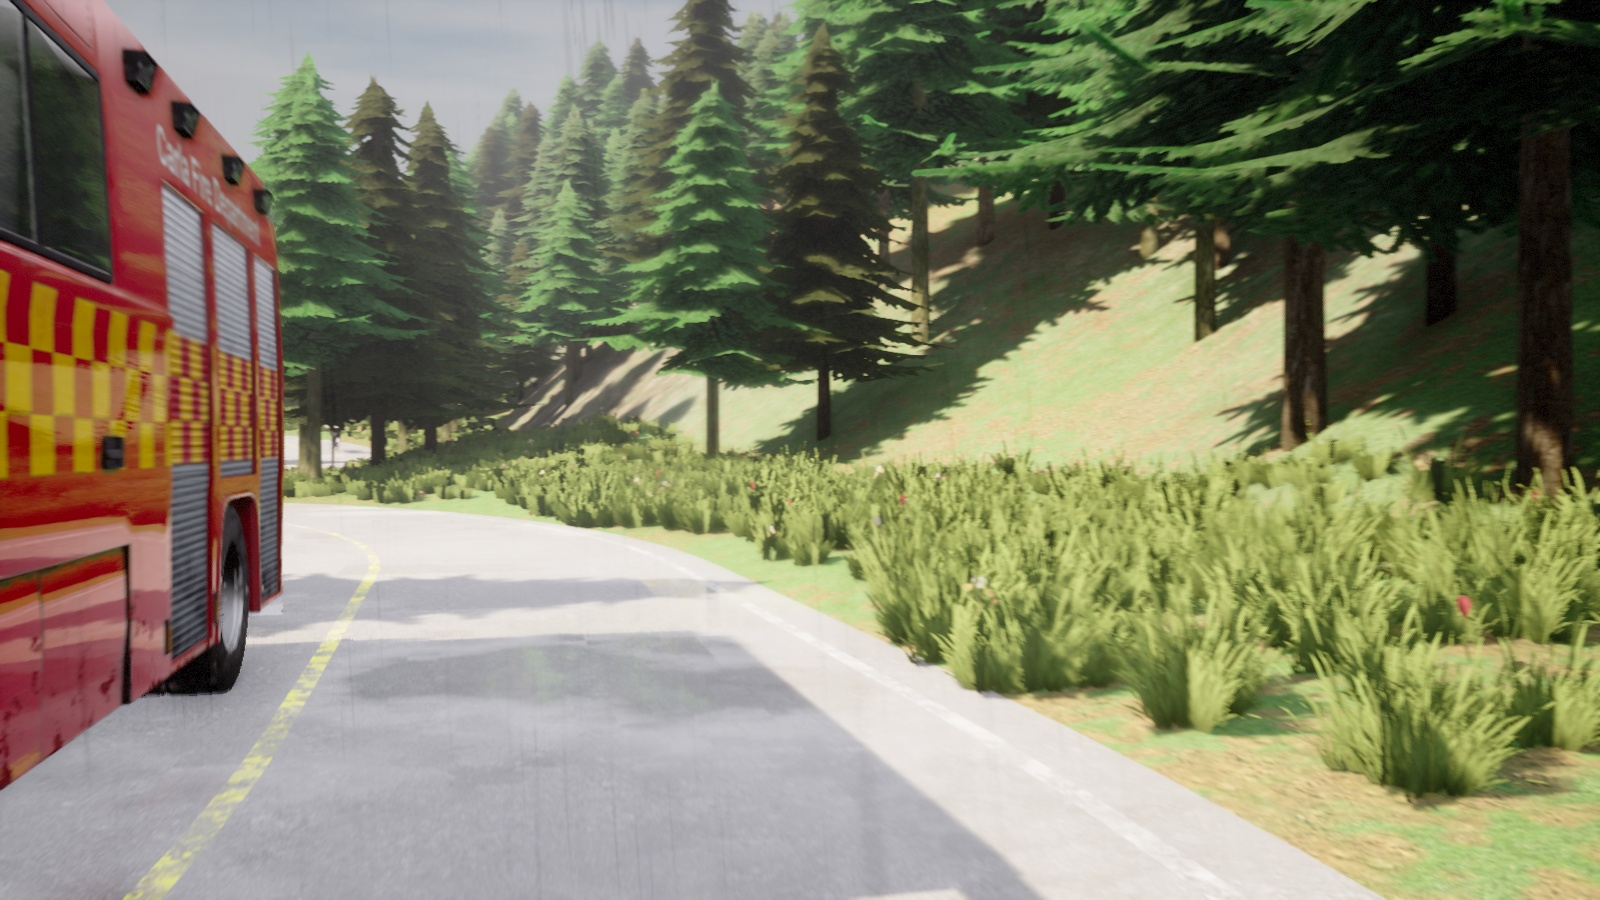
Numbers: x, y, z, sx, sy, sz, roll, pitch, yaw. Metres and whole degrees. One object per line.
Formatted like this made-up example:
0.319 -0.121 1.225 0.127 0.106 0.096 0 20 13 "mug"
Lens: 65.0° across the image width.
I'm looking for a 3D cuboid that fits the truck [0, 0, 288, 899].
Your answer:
-4.091 -0.441 4.573 2.891 3.827 8.468 0 0 -14 "truck"
